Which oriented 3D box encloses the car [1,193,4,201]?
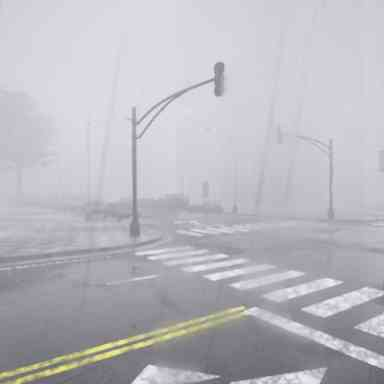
[{"bbox_3d":[-39.184,1.358,71.526,1.947,1.339,4.313,0,0,-36],"label":"car"}]

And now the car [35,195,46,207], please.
[{"bbox_3d":[-19.078,1.435,44.309,1.802,1.307,4.206,0,0,-36],"label":"car"}]

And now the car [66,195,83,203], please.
[{"bbox_3d":[-22.269,1.319,62.975,1.947,1.339,4.313,0,0,-36],"label":"car"}]

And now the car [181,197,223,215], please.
[{"bbox_3d":[1.184,1.434,31.228,1.802,1.307,4.206,0,0,-36],"label":"car"}]

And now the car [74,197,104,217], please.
[{"bbox_3d":[-9.026,1.466,30.701,1.947,1.339,4.313,0,0,-36],"label":"car"}]

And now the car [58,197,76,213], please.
[{"bbox_3d":[-12.377,1.465,35.237,1.802,1.307,4.206,0,0,-36],"label":"car"}]

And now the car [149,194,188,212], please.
[{"bbox_3d":[-2.168,1.148,35.763,2.192,1.841,5.009,0,0,-36],"label":"car"}]

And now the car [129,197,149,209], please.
[{"bbox_3d":[-5.518,1.382,40.299,1.947,1.339,4.313,0,0,-36],"label":"car"}]

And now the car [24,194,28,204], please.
[{"bbox_3d":[-25.781,1.396,53.381,1.947,1.339,4.313,0,0,-36],"label":"car"}]

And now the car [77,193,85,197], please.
[{"bbox_3d":[-18.920,1.078,58.439,2.192,1.841,5.009,0,0,-36],"label":"car"}]

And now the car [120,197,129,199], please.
[{"bbox_3d":[-8.867,1.366,44.834,1.947,1.339,4.313,0,0,-36],"label":"car"}]

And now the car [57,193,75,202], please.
[{"bbox_3d":[-25.621,1.059,67.510,2.192,1.841,5.009,0,0,-36],"label":"car"}]

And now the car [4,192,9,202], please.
[{"bbox_3d":[-35.834,1.117,66.988,2.192,1.841,5.009,0,0,-36],"label":"car"}]

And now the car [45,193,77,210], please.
[{"bbox_3d":[-15.728,1.307,39.771,1.967,1.590,4.097,0,0,-36],"label":"car"}]

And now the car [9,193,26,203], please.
[{"bbox_3d":[-32.482,1.356,62.452,1.887,1.381,4.507,0,0,-36],"label":"car"}]

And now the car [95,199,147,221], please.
[{"bbox_3d":[-5.674,1.485,26.164,1.947,1.339,4.313,0,0,-36],"label":"car"}]

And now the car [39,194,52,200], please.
[{"bbox_3d":[-35.772,1.243,81.254,1.752,1.417,4.829,-1,0,-36],"label":"car"}]

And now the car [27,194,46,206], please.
[{"bbox_3d":[-22.328,1.366,48.707,1.752,1.417,4.829,0,0,-36],"label":"car"}]

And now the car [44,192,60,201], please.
[{"bbox_3d":[-32.322,1.040,76.582,2.192,1.841,5.009,0,0,-36],"label":"car"}]

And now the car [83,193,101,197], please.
[{"bbox_3d":[-15.569,1.318,53.904,1.887,1.381,4.507,0,0,-36],"label":"car"}]
